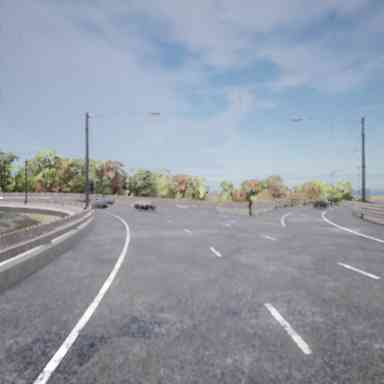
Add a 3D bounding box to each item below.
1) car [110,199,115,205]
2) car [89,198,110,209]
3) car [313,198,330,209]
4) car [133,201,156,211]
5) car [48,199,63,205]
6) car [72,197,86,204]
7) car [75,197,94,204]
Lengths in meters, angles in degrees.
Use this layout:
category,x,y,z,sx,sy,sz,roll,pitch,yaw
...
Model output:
category,x,y,z,sx,sy,sz,roll,pitch,yaw
car,-18.401,2.045,70.756,2.033,1.411,5.357,0,0,-41
car,-15.449,1.966,54.445,1.994,1.385,4.181,0,-1,-31
car,19.207,1.684,49.290,1.837,1.490,4.892,-1,-1,28
car,-6.561,1.895,45.326,1.895,1.301,4.718,0,0,-25
car,-30.183,2.157,73.505,4.181,1.385,1.994,-1,0,43
car,-24.775,2.043,72.816,1.882,1.535,5.008,0,0,-44
car,-25.348,1.957,78.578,4.902,1.511,2.128,-1,0,43
